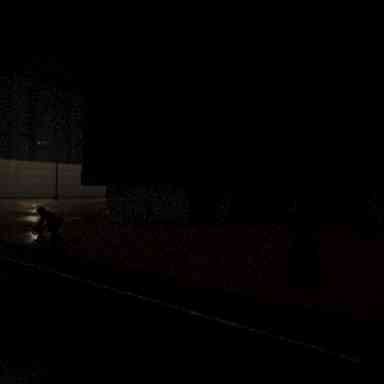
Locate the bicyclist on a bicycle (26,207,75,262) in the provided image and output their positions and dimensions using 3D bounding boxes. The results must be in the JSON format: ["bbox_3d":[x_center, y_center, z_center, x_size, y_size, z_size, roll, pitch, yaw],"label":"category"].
[{"bbox_3d":[-4.435,1.247,10.349,0.582,1.620,1.656,1,10,37],"label":"bicyclist on a bicycle"}]
